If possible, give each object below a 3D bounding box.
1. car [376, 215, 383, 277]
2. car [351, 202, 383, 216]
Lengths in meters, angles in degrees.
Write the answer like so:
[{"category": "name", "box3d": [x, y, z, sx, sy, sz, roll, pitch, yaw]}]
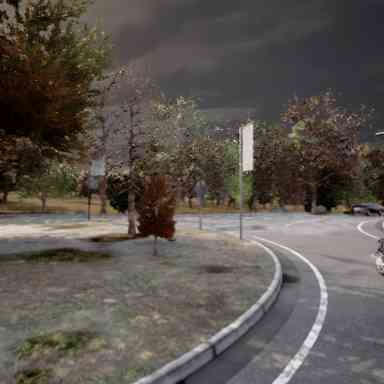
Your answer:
[{"category": "car", "box3d": [5.437, 1.521, 7.267, 1.837, 1.490, 4.892, 0, 0, 19]}, {"category": "car", "box3d": [20.315, 1.923, 38.470, 4.902, 1.511, 2.128, 3, -2, -36]}]
